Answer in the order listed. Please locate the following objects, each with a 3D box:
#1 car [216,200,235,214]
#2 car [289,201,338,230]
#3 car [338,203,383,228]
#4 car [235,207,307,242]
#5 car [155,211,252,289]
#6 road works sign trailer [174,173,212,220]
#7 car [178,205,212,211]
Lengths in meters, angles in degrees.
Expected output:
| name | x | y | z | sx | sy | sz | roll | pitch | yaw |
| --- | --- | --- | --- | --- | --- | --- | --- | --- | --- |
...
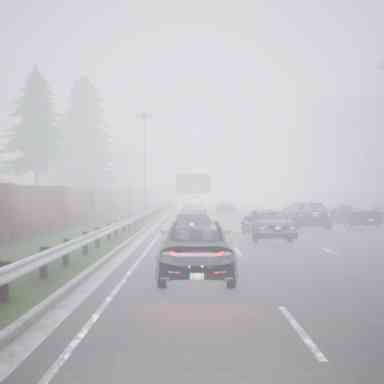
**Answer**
| name | x | y | z | sx | sy | sz | roll | pitch | yaw |
| --- | --- | --- | --- | --- | --- | --- | --- | --- | --- |
| car | 3.597 | 1.556 | 35.831 | 1.812 | 1.442 | 4.674 | 0 | 0 | 0 |
| car | 7.104 | 1.370 | 21.219 | 2.097 | 1.767 | 4.553 | 0 | 0 | 0 |
| car | 10.604 | 1.496 | 22.154 | 1.882 | 1.535 | 5.008 | 0 | 0 | 0 |
| car | 3.604 | 1.561 | 16.389 | 2.033 | 1.411 | 5.357 | 0 | 0 | 0 |
| car | 0.102 | 1.499 | 9.172 | 2.128 | 1.511 | 4.902 | 0 | 0 | 0 |
| road works sign trailer | 0.079 | 0.484 | 23.507 | 2.380 | 3.560 | 2.880 | 0 | 0 | -2 |
| car | 0.153 | 1.490 | 19.586 | 1.882 | 1.535 | 5.008 | 0 | 0 | 3 |
